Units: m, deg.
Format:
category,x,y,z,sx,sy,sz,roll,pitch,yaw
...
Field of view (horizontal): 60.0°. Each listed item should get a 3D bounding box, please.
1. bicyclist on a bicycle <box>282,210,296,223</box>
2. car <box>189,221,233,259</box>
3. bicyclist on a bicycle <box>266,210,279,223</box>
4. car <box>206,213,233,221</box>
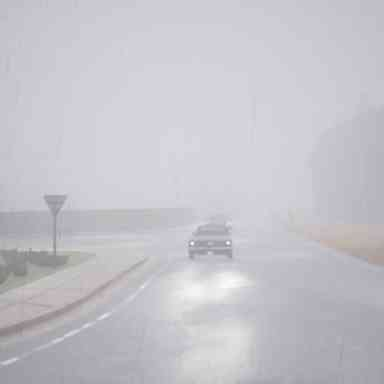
category,x,y,z,sx,sy,sz,roll,pitch,yaw
bicyclist on a bicycle,11.861,3.035,40.595,1.656,1.620,0.582,-2,-3,15
car,0.969,2.226,15.458,1.895,1.301,4.718,-1,-3,6
bicyclist on a bicycle,10.027,3.117,41.474,1.656,1.620,0.582,-2,-3,15
car,2.206,2.455,26.458,2.097,1.767,4.553,-1,-3,7
